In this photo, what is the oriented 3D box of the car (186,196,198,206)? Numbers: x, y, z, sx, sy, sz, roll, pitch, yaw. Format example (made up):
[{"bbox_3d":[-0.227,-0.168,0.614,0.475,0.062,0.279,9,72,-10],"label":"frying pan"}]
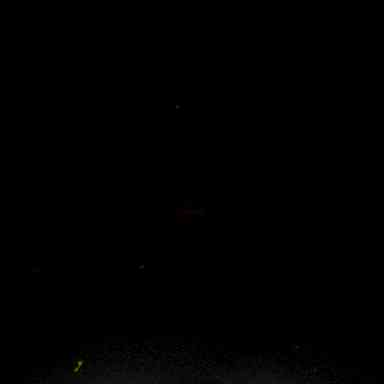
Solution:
[{"bbox_3d":[0.052,1.394,52.651,1.837,1.490,4.892,0,0,0],"label":"car"}]

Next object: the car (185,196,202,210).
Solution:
[{"bbox_3d":[0.138,1.395,40.637,1.882,1.535,5.008,0,0,0],"label":"car"}]
